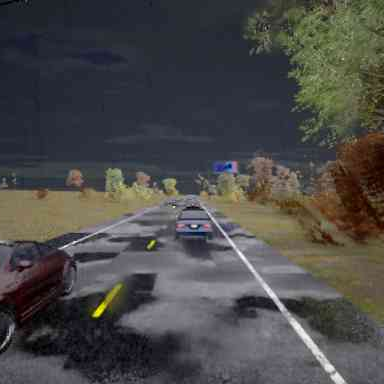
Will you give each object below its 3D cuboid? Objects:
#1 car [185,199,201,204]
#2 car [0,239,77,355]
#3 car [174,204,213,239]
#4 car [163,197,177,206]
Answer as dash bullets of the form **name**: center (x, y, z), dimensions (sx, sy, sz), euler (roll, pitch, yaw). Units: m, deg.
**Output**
- **car**: center (0.105, 1.568, 42.219), dimensions (2.033, 1.411, 5.357), euler (0, 0, 0)
- **car**: center (-3.599, 1.566, 5.852), dimensions (1.994, 1.385, 4.181), euler (0, 0, 0)
- **car**: center (0.102, 1.554, 17.236), dimensions (2.033, 1.411, 5.357), euler (0, 0, 0)
- **car**: center (-3.500, 1.541, 54.051), dimensions (1.837, 1.490, 4.892), euler (0, 0, 0)
